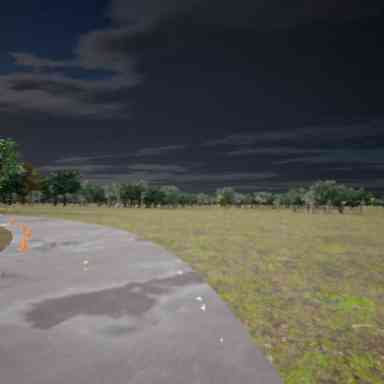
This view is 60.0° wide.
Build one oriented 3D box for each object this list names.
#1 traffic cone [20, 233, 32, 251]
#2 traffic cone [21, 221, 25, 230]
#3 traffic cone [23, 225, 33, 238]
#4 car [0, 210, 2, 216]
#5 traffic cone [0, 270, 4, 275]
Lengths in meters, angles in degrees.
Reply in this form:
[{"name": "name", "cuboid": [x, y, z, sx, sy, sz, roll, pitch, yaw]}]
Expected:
[{"name": "traffic cone", "cuboid": [-7.151, 2.180, 14.202, 0.340, 0.580, 0.340, 0, -1, -21]}, {"name": "traffic cone", "cuboid": [-11.451, 2.301, 22.601, 0.340, 0.580, 0.340, 1, -1, -33]}, {"name": "traffic cone", "cuboid": [-9.070, 2.243, 18.520, 0.340, 0.580, 0.340, 0, -1, -27]}, {"name": "car", "cuboid": [-22.850, 2.023, 36.372, 4.892, 1.490, 1.837, 0, -2, 31]}, {"name": "traffic cone", "cuboid": [-5.718, 2.114, 9.700, 0.340, 0.580, 0.340, 0, -1, -15]}]
